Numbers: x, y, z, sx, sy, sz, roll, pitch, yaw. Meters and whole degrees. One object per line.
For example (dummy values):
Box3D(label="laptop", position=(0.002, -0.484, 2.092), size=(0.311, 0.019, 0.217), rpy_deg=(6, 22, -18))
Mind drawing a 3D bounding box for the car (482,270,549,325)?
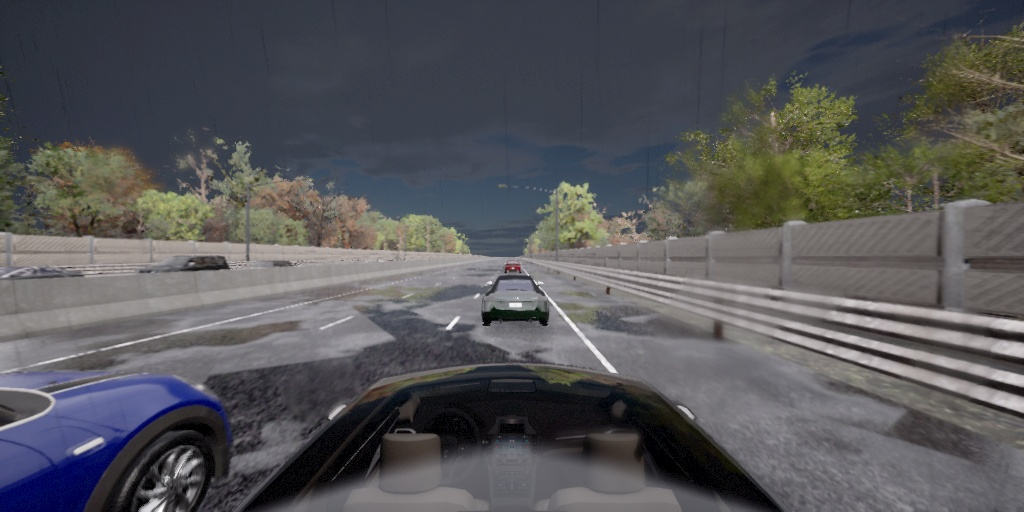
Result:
Box3D(label="car", position=(0.098, 1.317, 11.854), size=(1.994, 1.385, 4.181), rpy_deg=(0, 0, 0))

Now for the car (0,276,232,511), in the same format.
Box3D(label="car", position=(-3.404, 1.103, 1.103), size=(2.097, 1.767, 4.553), rpy_deg=(0, 0, 0))

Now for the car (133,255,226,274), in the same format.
Box3D(label="car", position=(-21.088, 0.978, 23.227), size=(2.150, 2.045, 5.566), rpy_deg=(0, 0, 0))

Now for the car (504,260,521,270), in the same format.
Box3D(label="car", position=(0.096, 1.240, 43.550), size=(1.882, 1.535, 5.008), rpy_deg=(0, 0, 0))

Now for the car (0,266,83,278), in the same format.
Box3D(label="car", position=(-24.596, 1.247, 17.796), size=(2.128, 1.511, 4.902), rpy_deg=(0, 0, 0))

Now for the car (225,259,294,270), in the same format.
Box3D(label="car", position=(-17.574, 1.109, 25.716), size=(2.097, 1.767, 4.553), rpy_deg=(0, 0, 0))
